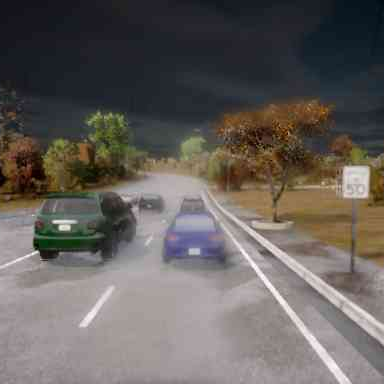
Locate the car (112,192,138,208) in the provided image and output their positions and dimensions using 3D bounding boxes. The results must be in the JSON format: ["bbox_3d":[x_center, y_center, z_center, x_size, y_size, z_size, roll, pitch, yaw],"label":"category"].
[{"bbox_3d":[-7.108,0.803,35.684,1.895,1.301,4.718,0,3,0],"label":"car"}]

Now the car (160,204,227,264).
[{"bbox_3d":[0.078,1.324,10.885,1.812,1.442,4.674,0,1,0],"label":"car"}]

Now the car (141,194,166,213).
[{"bbox_3d":[-3.419,0.932,29.208,1.882,1.535,5.008,0,1,0],"label":"car"}]

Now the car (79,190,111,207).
[{"bbox_3d":[-10.604,0.639,36.703,2.128,1.511,4.902,0,3,0],"label":"car"}]

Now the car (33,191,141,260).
[{"bbox_3d":[-3.418,1.006,11.628,2.150,2.045,5.566,0,1,0],"label":"car"}]

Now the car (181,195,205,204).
[{"bbox_3d":[0.077,0.980,27.748,2.128,1.511,4.902,0,1,0],"label":"car"}]
